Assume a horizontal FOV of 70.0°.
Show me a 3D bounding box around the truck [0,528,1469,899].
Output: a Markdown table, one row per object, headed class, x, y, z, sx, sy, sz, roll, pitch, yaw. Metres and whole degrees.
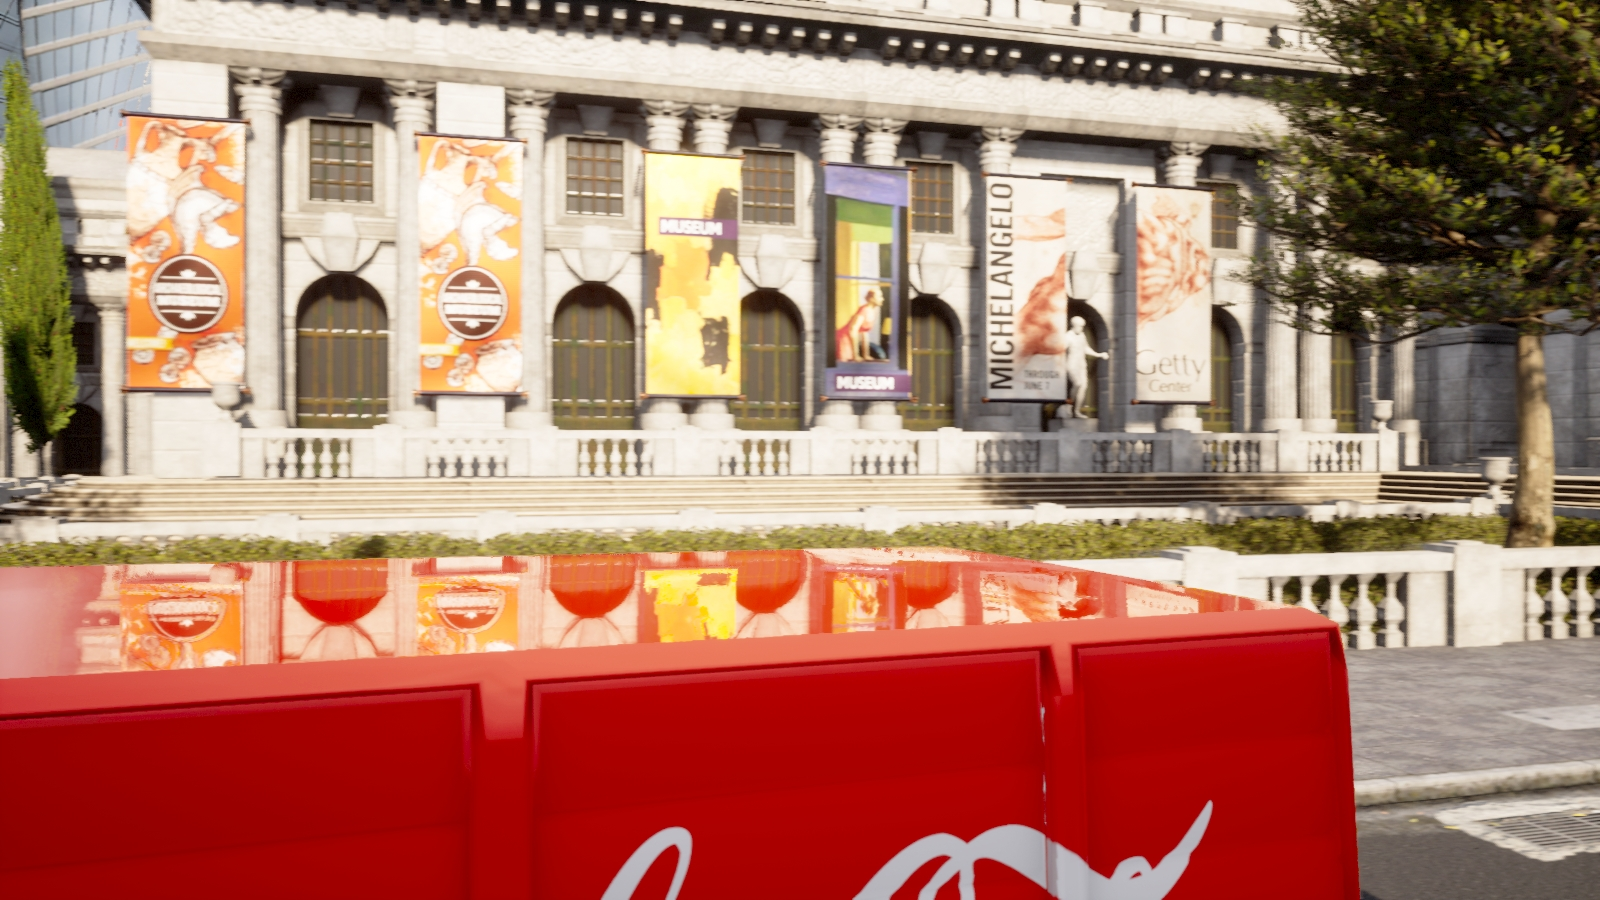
| class | x | y | z | sx | sy | sz | roll | pitch | yaw |
| --- | --- | --- | --- | --- | --- | --- | --- | --- | --- |
| truck | -1.486 | 1.566 | 2.741 | 5.204 | 2.467 | 2.627 | 0 | 0 | -20 |
